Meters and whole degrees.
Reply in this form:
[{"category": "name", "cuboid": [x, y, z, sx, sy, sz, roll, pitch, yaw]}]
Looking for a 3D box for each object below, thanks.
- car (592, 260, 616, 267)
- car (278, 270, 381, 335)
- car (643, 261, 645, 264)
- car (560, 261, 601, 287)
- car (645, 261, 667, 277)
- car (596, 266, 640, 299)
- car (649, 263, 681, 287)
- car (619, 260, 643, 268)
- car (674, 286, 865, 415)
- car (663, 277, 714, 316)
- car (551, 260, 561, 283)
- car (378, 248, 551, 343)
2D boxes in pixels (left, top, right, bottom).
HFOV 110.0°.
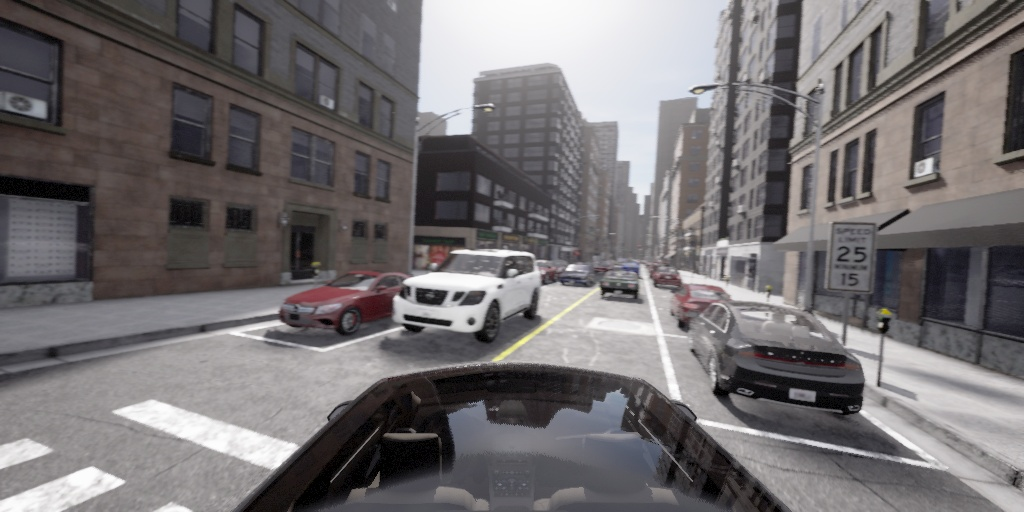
[{"category": "car", "cuboid": [10.590, 1.491, 41.472, 1.895, 1.301, 4.718, 4, 1, 20]}, {"category": "car", "cuboid": [-3.756, 1.025, 9.294, 1.802, 1.307, 4.207, 0, 0, 20]}, {"category": "car", "cuboid": [22.902, 1.912, 58.691, 1.751, 1.417, 4.829, 0, 0, 20]}, {"category": "car", "cuboid": [4.712, 1.283, 25.273, 2.033, 1.411, 5.357, 4, 1, 20]}, {"category": "car", "cuboid": [15.414, 1.519, 37.700, 2.192, 1.841, 5.009, 0, 0, 20]}, {"category": "car", "cuboid": [5.945, 1.475, 19.537, 1.895, 1.301, 4.718, 4, 1, 20]}, {"category": "car", "cuboid": [11.699, 1.553, 27.285, 1.967, 1.591, 4.097, 0, 0, 20]}, {"category": "car", "cuboid": [13.128, 1.528, 39.650, 1.882, 1.535, 5.008, 4, 1, 20]}, {"category": "car", "cuboid": [4.268, 1.485, 6.455, 2.007, 1.370, 4.403, 0, 0, 20]}, {"category": "car", "cuboid": [6.126, 1.561, 11.662, 1.802, 1.307, 4.207, 0, 0, 20]}, {"category": "car", "cuboid": [1.819, 1.016, 24.920, 1.967, 1.591, 4.097, 0, 0, 20]}, {"category": "car", "cuboid": [-0.782, 0.827, 9.813, 2.150, 2.045, 5.566, 4, 1, 20]}]
